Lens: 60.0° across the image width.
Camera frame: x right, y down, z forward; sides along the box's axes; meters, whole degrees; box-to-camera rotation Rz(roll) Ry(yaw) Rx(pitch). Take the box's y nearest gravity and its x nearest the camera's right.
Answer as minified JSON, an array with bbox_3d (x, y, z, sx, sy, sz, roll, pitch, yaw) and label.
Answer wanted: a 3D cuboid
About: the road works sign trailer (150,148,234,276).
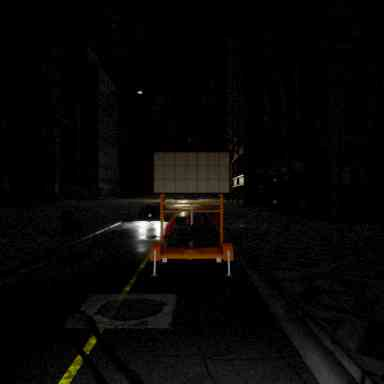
[{"bbox_3d":[-0.009,0.465,10.307,2.380,3.560,2.880,0,0,0],"label":"road works sign trailer"}]

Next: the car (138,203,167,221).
[{"bbox_3d":[-3.127,1.558,26.760,1.994,1.385,4.181,0,0,0],"label":"car"}]
